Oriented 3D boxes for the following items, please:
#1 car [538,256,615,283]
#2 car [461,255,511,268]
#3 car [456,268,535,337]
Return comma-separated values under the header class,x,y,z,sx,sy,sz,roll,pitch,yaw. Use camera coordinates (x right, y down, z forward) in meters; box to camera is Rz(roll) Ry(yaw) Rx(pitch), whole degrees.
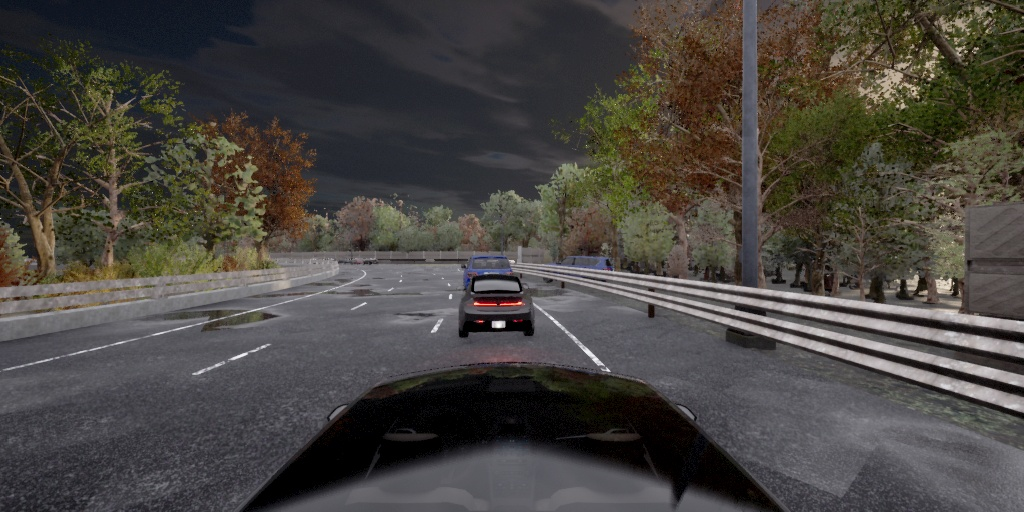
class,x,y,z,sx,sy,sz,roll,pitch,yaw
car,4.656,1.002,26.029,5.566,2.045,2.150,3,1,29
car,-1.259,0.972,17.528,2.150,2.045,5.566,0,0,-9
car,-0.519,1.255,10.288,1.837,1.490,4.892,0,0,-5
